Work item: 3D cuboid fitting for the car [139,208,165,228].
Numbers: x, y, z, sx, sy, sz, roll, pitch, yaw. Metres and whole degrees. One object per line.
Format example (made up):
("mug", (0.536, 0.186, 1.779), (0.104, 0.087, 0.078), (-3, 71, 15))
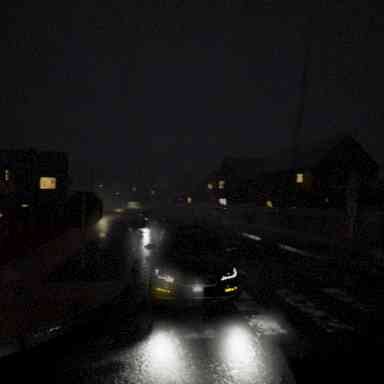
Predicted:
("car", (-3.234, 2.022, 26.780), (1.812, 1.442, 4.674), (0, -1, -14))

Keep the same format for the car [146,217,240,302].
("car", (-0.044, 1.613, 8.630), (1.837, 1.490, 4.892), (0, -1, -4))
